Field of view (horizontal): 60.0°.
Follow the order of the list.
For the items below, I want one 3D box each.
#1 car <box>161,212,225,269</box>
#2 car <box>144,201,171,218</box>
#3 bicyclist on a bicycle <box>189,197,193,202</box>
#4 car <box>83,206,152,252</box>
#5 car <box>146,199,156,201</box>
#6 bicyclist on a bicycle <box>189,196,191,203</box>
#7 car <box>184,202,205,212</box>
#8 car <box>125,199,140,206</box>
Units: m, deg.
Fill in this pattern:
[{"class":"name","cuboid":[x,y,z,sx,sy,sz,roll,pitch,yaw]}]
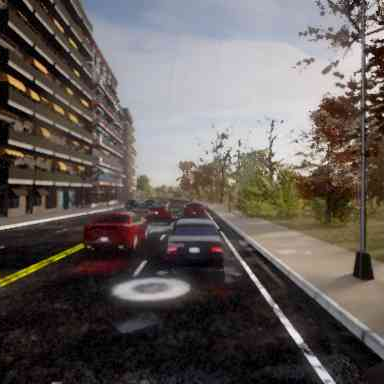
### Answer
[{"class":"car","cuboid":[0.100,1.629,11.475,2.033,1.411,5.357,0,0,1]},{"class":"car","cuboid":[-3.019,1.783,30.660,1.994,1.385,4.181,0,0,1]},{"class":"bicyclist on a bicycle","cuboid":[-0.005,2.050,82.827,0.582,1.620,1.656,0,-1,-3]},{"class":"car","cuboid":[-3.115,1.579,14.392,1.882,1.535,5.008,0,-1,1]},{"class":"car","cuboid":[-6.440,1.884,52.390,1.837,1.490,4.892,0,0,-1]},{"class":"bicyclist on a bicycle","cuboid":[-0.576,2.029,91.880,0.659,1.776,1.843,0,0,-4]},{"class":"car","cuboid":[0.242,1.705,31.719,1.882,1.535,5.008,0,0,1]},{"class":"car","cuboid":[-9.701,1.900,54.097,1.837,1.490,4.892,0,-1,0]}]
